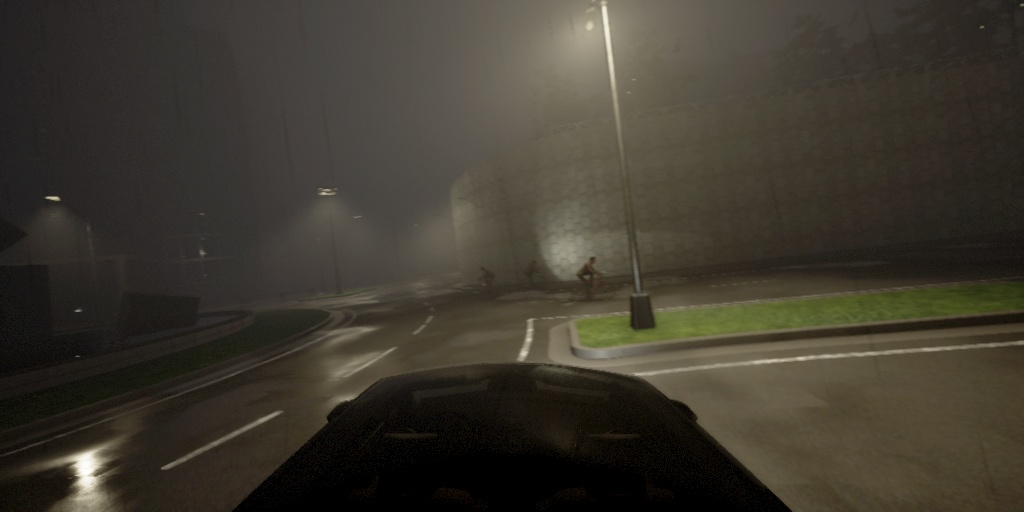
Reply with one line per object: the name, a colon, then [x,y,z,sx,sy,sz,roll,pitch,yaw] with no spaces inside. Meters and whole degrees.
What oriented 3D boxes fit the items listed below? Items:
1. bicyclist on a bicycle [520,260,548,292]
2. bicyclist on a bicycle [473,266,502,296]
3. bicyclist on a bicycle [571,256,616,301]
bicyclist on a bicycle: [1.149,1.063,19.316,1.656,1.620,0.582,-7,0,-20]
bicyclist on a bicycle: [-1.418,1.379,19.967,1.656,1.620,0.582,-6,0,1]
bicyclist on a bicycle: [2.889,0.846,13.079,1.656,1.620,0.582,-8,0,28]
